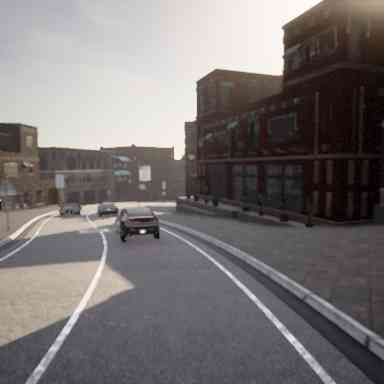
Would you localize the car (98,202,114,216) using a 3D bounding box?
[{"bbox_3d":[-8.776,1.713,34.703,1.994,1.385,4.181,-2,0,-16],"label":"car"}]

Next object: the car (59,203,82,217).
[{"bbox_3d":[-12.873,1.865,35.430,1.994,1.385,4.181,-1,0,-15],"label":"car"}]

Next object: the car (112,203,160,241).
[{"bbox_3d":[-2.910,1.524,17.189,1.837,1.490,4.892,-1,0,-17],"label":"car"}]
